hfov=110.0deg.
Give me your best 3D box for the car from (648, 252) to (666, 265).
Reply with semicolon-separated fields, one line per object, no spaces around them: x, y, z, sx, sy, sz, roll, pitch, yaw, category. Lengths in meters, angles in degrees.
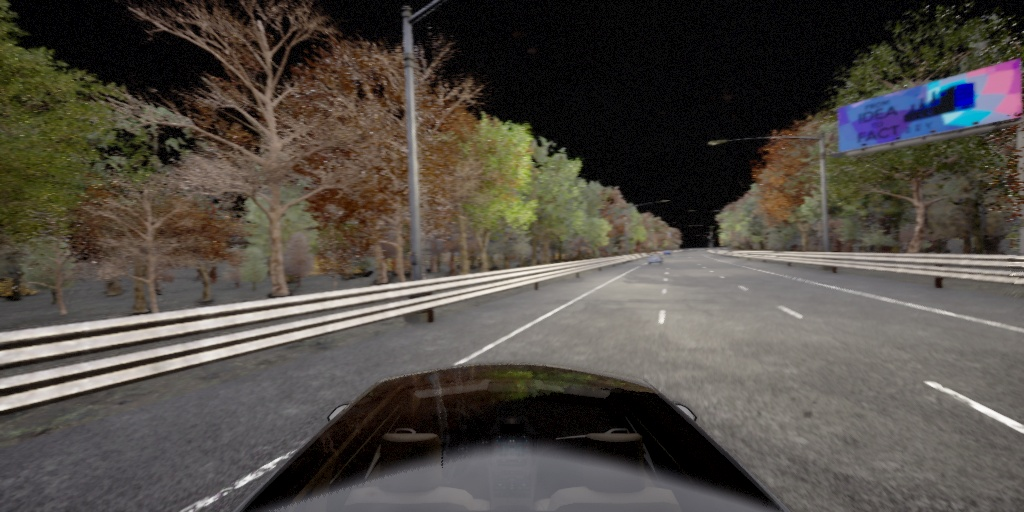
20.249;0.525;50.629;2.033;1.411;5.357;-2;0;24;car
